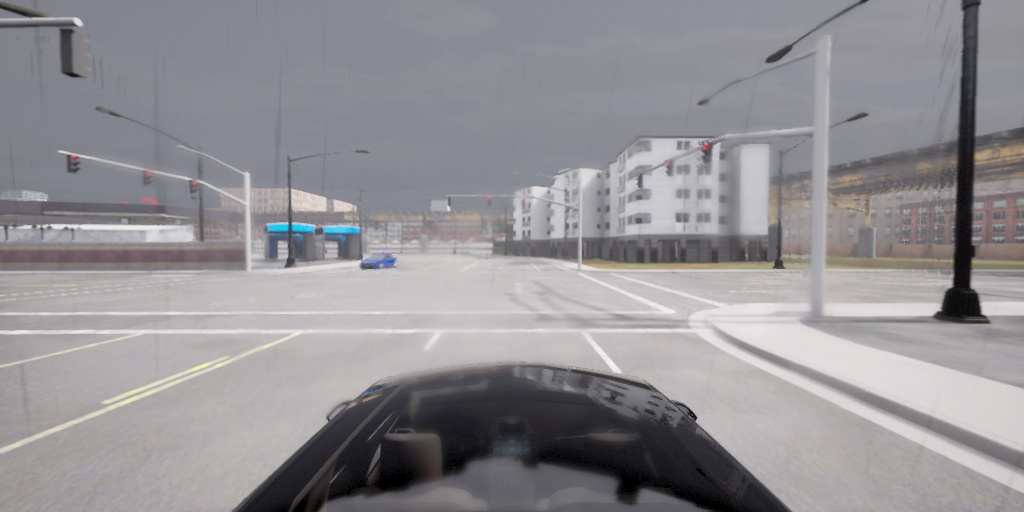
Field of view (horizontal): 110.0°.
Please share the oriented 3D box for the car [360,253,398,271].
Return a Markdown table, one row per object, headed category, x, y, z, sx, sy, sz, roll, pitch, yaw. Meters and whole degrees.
| category | x | y | z | sx | sy | sz | roll | pitch | yaw |
| --- | --- | --- | --- | --- | --- | --- | --- | --- | --- |
| car | -12.397 | 0.533 | 33.674 | 1.882 | 1.535 | 5.008 | 0 | 3 | 5 |
